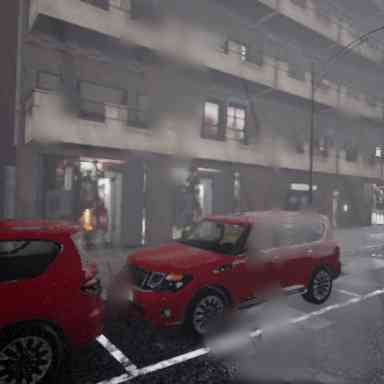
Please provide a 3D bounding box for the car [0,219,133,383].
[{"bbox_3d":[-3.461,1.307,3.601,5.009,1.841,2.192,1,1,-35],"label":"car"}]

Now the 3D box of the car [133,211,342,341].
[{"bbox_3d":[1.041,1.361,6.812,5.009,1.841,2.192,1,1,-35],"label":"car"}]
